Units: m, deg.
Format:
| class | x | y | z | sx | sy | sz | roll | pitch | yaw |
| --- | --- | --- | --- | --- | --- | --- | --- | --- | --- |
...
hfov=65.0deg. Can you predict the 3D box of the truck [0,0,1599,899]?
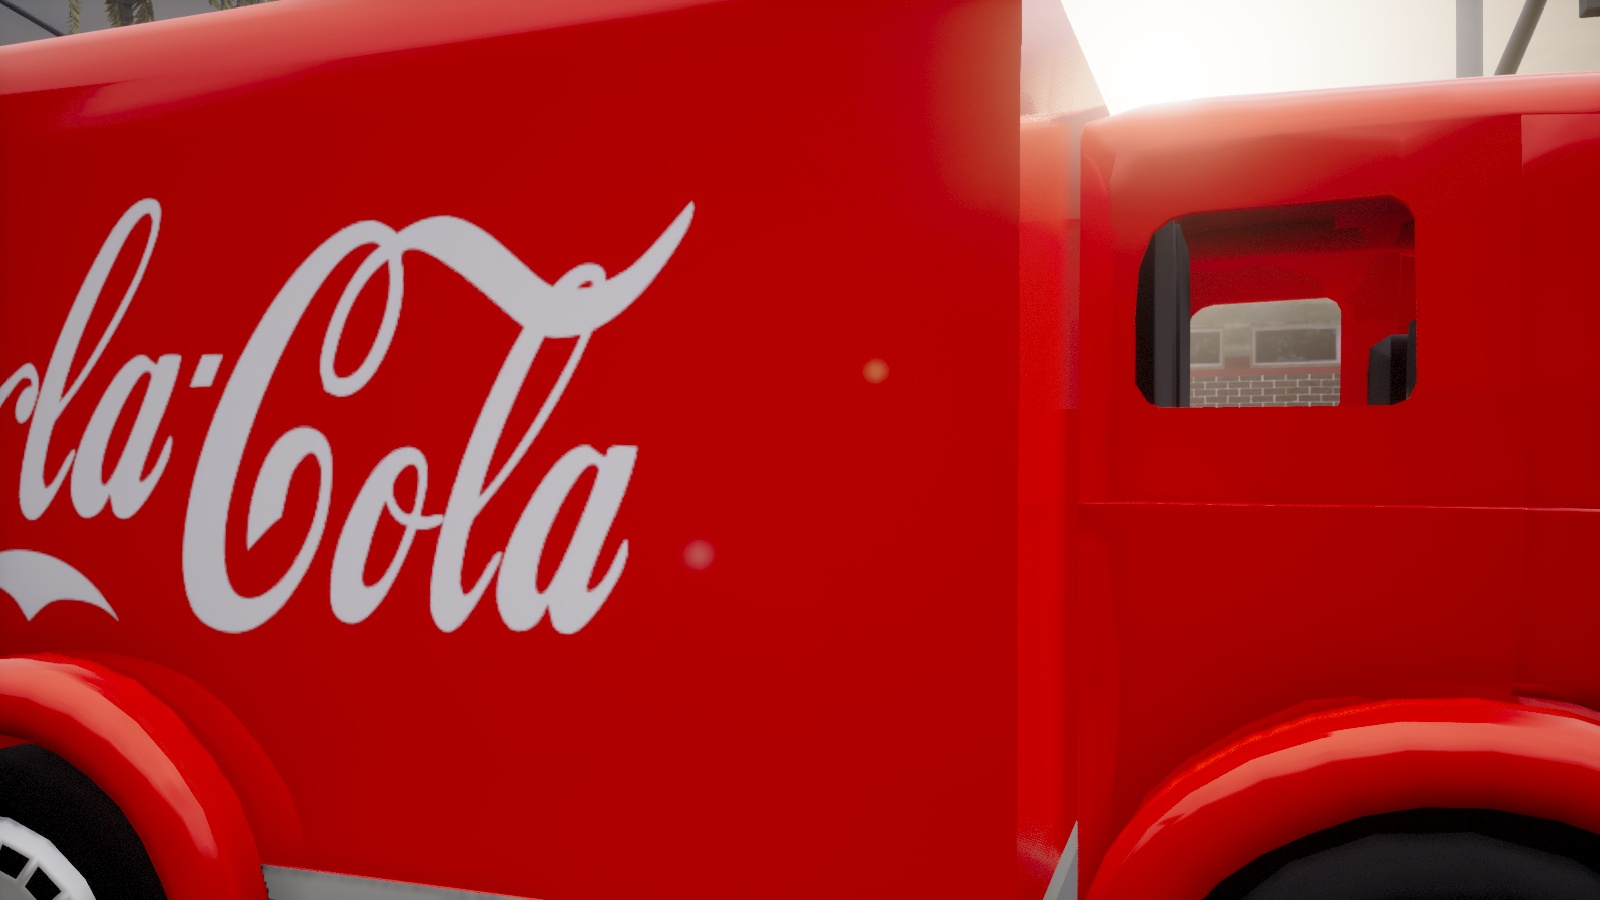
| class | x | y | z | sx | sy | sz | roll | pitch | yaw |
| --- | --- | --- | --- | --- | --- | --- | --- | --- | --- |
| truck | -0.068 | 0.283 | 3.233 | 5.204 | 2.467 | 2.627 | 1 | 1 | 20 |
